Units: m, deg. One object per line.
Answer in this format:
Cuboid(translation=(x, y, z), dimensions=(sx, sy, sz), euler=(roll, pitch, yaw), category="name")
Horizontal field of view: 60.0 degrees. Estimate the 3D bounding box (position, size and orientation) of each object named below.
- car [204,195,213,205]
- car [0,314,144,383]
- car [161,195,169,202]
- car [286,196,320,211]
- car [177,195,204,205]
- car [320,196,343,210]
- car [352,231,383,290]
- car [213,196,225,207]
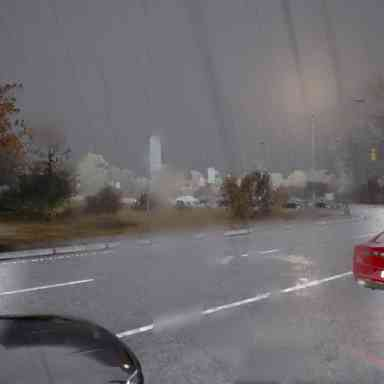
Cuboid(translation=(2.727, 1.256, 53.331), dimensions=(2.128, 1.511, 4.902), euler=(-1, 0, -39), category="car")
Cuboid(translation=(-2.610, 1.492, 1.867), dimensions=(4.902, 1.511, 2.128), euler=(0, 0, -36), category="car")
Cuboid(translation=(-6.416, 1.264, 64.893), dimensions=(2.128, 1.511, 4.902), euler=(-1, 0, -38), category="car")
Cuboid(translation=(11.153, 1.277, 37.188), dimensions=(2.128, 1.511, 4.902), euler=(-1, 0, -39), category="car")
Cuboid(translation=(-0.784, 1.321, 52.114), dimensions=(1.812, 1.442, 4.674), euler=(-1, 0, -38), category="car")
Cuboid(translation=(14.767, 1.247, 38.287), dimensions=(2.128, 1.511, 4.902), euler=(-1, 0, -39), category="car")
Cuboid(translation=(5.815, 1.445, 7.879), dimensions=(5.008, 1.535, 1.882), euler=(0, 0, -35), category="car")
Cuboid(translation=(5.456, 1.143, 44.308), dimensions=(2.097, 1.767, 4.553), euler=(-1, 0, -39), category="car")
